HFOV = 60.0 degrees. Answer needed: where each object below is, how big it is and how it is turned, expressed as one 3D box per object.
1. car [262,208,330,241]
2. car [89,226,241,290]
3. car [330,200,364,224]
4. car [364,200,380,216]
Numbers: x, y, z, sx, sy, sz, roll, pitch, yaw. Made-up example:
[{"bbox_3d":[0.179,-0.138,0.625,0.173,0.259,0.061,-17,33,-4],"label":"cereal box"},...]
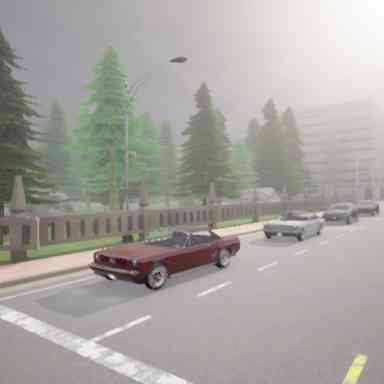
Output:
[{"bbox_3d":[5.496,1.709,17.595,1.895,1.301,4.718,-1,-1,37],"label":"car"},{"bbox_3d":[-0.531,1.724,9.733,1.895,1.301,4.718,-1,-1,39],"label":"car"},{"bbox_3d":[11.508,1.600,25.511,1.837,1.490,4.892,-1,-1,37],"label":"car"},{"bbox_3d":[17.603,1.558,33.480,1.882,1.535,5.008,-1,-1,37],"label":"car"}]
